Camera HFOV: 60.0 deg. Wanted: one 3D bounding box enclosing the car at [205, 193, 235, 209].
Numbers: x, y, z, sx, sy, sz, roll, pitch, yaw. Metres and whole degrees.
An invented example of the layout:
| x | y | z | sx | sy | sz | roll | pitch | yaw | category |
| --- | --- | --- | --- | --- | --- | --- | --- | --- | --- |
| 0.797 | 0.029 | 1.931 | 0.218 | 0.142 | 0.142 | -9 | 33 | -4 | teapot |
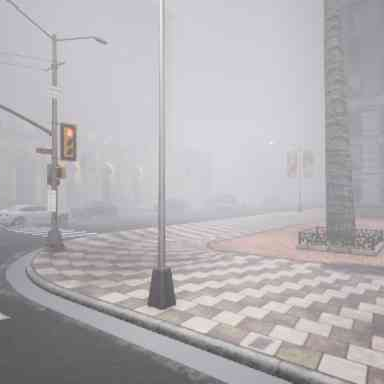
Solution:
| x | y | z | sx | sy | sz | roll | pitch | yaw | category |
| --- | --- | --- | --- | --- | --- | --- | --- | --- | --- |
| 4.116 | 1.221 | 46.137 | 2.150 | 2.045 | 5.566 | 0 | 0 | 38 | car |

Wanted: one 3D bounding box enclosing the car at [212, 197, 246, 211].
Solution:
| x | y | z | sx | sy | sz | roll | pitch | yaw | category |
| --- | --- | --- | --- | --- | --- | --- | --- | --- | --- |
| 4.855 | 1.601 | 41.098 | 1.895 | 1.301 | 4.718 | 0 | 0 | 38 | car |

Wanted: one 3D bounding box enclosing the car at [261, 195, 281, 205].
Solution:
| x | y | z | sx | sy | sz | roll | pitch | yaw | category |
| --- | --- | --- | --- | --- | --- | --- | --- | --- | --- |
| 13.860 | 1.359 | 58.506 | 2.097 | 1.767 | 4.553 | 0 | 0 | 38 | car |

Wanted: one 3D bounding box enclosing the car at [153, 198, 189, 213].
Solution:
| x | y | z | sx | sy | sz | roll | pitch | yaw | category |
| --- | --- | --- | --- | --- | --- | --- | --- | --- | --- |
| -2.341 | 1.506 | 37.960 | 1.837 | 1.490 | 4.892 | 0 | 0 | 38 | car |

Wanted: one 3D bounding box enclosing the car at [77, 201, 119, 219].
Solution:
| x | y | z | sx | sy | sz | roll | pitch | yaw | category |
| --- | --- | --- | --- | --- | --- | --- | --- | --- | --- |
| -8.695 | 1.526 | 29.897 | 1.812 | 1.442 | 4.674 | 0 | 0 | 39 | car |

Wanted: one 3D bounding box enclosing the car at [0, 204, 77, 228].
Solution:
| x | y | z | sx | sy | sz | roll | pitch | yaw | category |
| --- | --- | --- | --- | --- | --- | --- | --- | --- | --- |
| -10.443 | 1.526 | 22.019 | 1.812 | 1.442 | 4.674 | 0 | 0 | 41 | car |
